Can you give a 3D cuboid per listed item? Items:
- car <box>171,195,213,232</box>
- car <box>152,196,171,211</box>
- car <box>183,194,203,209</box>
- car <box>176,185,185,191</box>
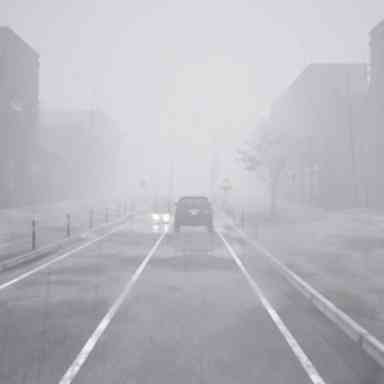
[{"bbox_3d":[0.085,1.208,20.332,2.150,2.045,5.566,0,0,0],"label":"car"},{"bbox_3d":[-3.099,1.163,35.044,2.128,1.511,4.902,0,0,0],"label":"car"},{"bbox_3d":[0.093,1.064,38.697,2.128,1.511,4.902,0,2,0],"label":"car"},{"bbox_3d":[-2.629,-0.997,76.710,1.994,1.385,4.181,0,2,3],"label":"car"}]
